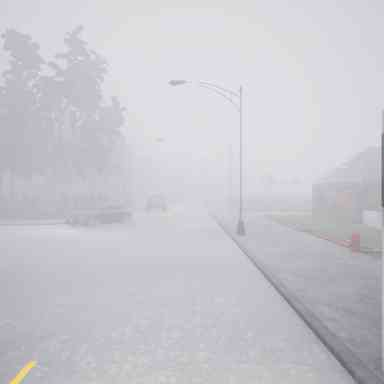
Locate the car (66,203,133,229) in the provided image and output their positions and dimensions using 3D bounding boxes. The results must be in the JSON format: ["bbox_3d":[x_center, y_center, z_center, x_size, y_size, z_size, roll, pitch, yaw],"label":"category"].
[{"bbox_3d":[-5.966,1.507,22.043,1.837,1.490,4.892,2,1,32],"label":"car"}]

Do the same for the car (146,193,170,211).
[{"bbox_3d":[-4.247,1.218,40.559,2.150,2.045,5.566,0,1,0],"label":"car"}]

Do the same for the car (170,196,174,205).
[{"bbox_3d":[-4.212,1.492,57.499,2.128,1.511,4.902,0,0,0],"label":"car"}]
